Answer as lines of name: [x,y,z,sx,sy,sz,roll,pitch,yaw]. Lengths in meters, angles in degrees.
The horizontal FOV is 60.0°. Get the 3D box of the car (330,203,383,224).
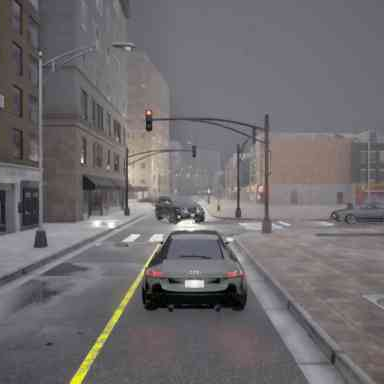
car: [12.069,1.511,23.583,4.181,1.385,1.994,0,0,0]

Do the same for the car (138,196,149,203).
car: [-8.935,1.584,69.961,4.674,1.442,1.812,0,0,9]

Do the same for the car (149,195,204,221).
car: [-1.114,1.223,24.892,2.150,2.045,5.566,-1,0,-25]

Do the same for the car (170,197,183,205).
car: [-2.709,1.564,59.563,2.033,1.411,5.357,0,0,0]

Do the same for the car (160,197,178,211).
car: [-2.816,1.484,41.918,1.882,1.535,5.008,0,0,0]

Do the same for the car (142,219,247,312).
car: [0.056,1.563,7.781,1.994,1.385,4.181,0,0,0]
